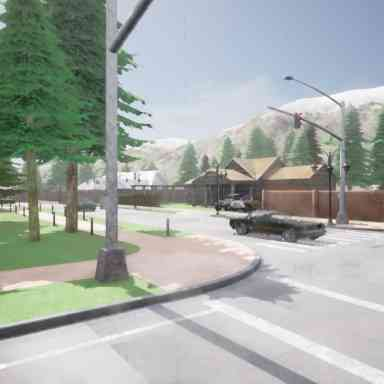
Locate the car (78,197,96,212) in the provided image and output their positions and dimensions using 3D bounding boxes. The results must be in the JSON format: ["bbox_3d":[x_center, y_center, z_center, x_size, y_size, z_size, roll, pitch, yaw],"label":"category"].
[{"bbox_3d":[-12.790,1.338,38.572,2.097,1.767,4.553,0,0,-38],"label":"car"}]

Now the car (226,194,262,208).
[{"bbox_3d":[6.182,1.160,34.769,4.605,1.855,1.932,0,0,-37],"label":"car"}]

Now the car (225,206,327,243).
[{"bbox_3d":[4.044,1.588,16.221,1.895,1.301,4.718,0,0,-37],"label":"car"}]

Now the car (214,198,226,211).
[{"bbox_3d":[4.361,1.161,36.545,3.866,1.878,1.905,0,0,-37],"label":"car"}]
